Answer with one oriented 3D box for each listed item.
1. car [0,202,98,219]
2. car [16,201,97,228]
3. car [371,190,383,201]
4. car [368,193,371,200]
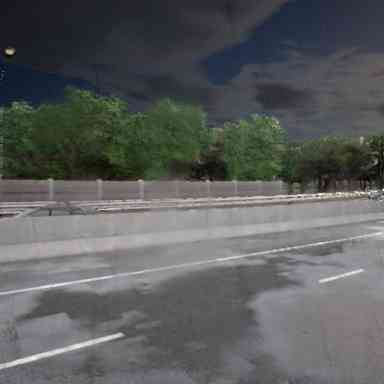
[{"bbox_3d":[-7.271,1.462,15.979,5.008,1.535,1.882,0,0,-35],"label":"car"},{"bbox_3d":[-9.337,1.465,23.089,4.902,1.511,2.128,0,0,-35],"label":"car"},{"bbox_3d":[25.352,0.822,42.440,4.674,1.442,1.812,-2,1,-33],"label":"car"},{"bbox_3d":[29.741,0.526,52.803,4.902,1.511,2.128,-2,1,-36],"label":"car"}]
